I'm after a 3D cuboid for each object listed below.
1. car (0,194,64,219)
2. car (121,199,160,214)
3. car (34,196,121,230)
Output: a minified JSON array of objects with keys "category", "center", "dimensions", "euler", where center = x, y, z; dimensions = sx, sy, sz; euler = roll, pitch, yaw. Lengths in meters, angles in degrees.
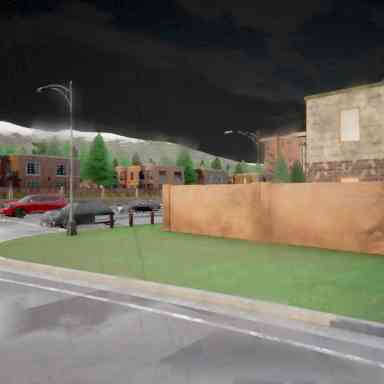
[{"category":"car","center":[-13.972,1.222,29.753],"dimensions":[2.150,2.045,5.566],"euler":[0,0,41]},{"category":"car","center":[-5.432,1.491,34.132],"dimensions":[2.128,1.511,4.902],"euler":[0,0,41]},{"category":"car","center":[-7.289,1.351,21.460],"dimensions":[2.097,1.767,4.553],"euler":[0,0,41]}]
